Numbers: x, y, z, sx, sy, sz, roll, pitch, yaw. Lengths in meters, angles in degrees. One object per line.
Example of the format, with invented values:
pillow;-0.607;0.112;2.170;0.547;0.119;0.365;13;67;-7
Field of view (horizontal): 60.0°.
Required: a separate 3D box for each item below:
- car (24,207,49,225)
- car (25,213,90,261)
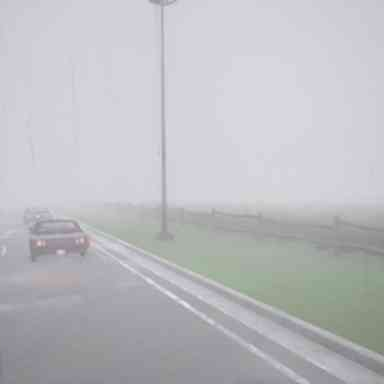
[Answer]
car;-12.301;1.862;26.377;1.895;1.301;4.718;0;0;-27
car;-5.382;1.723;13.068;1.895;1.301;4.718;0;0;-27
